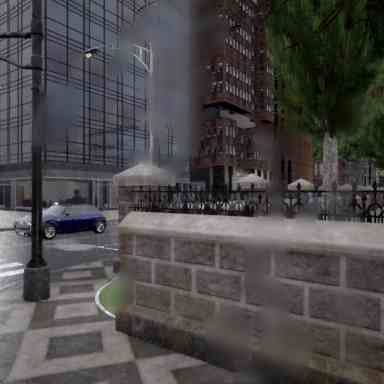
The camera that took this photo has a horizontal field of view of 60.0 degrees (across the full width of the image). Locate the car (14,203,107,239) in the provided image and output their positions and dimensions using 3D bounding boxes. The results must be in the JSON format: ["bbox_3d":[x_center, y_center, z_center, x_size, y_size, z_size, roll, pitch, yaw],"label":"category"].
[{"bbox_3d":[-6.877,1.426,17.834,2.097,1.767,4.553,0,0,36],"label":"car"}]

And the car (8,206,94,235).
[{"bbox_3d":[-8.445,1.632,20.222,2.008,1.369,4.403,0,-1,36],"label":"car"}]
